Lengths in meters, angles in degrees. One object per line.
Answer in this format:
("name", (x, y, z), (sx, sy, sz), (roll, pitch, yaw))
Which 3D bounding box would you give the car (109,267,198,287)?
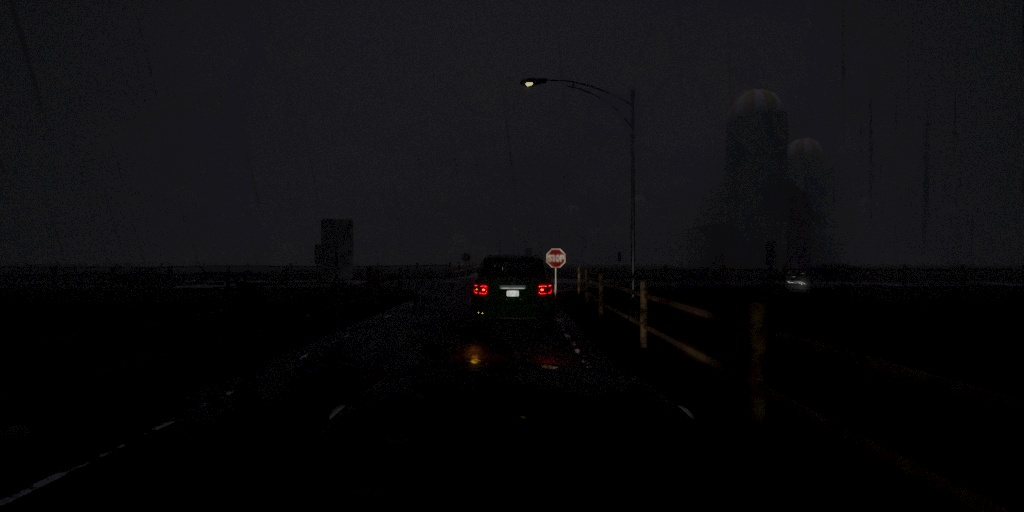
("car", (-25.190, 1.451, 25.363), (4.718, 1.301, 1.895), (0, 0, 0))

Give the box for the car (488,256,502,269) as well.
("car", (-2.782, 1.086, 60.041), (2.150, 2.045, 5.566), (0, 1, 0))

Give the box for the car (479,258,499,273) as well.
("car", (-2.809, 1.170, 44.444), (2.097, 1.767, 4.553), (0, 0, 0))

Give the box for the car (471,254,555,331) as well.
("car", (0.043, 0.975, 11.182), (2.150, 2.045, 5.566), (0, 0, 1))

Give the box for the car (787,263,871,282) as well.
("car", (24.856, 1.264, 28.178), (5.357, 1.411, 2.033), (0, 0, 0))
